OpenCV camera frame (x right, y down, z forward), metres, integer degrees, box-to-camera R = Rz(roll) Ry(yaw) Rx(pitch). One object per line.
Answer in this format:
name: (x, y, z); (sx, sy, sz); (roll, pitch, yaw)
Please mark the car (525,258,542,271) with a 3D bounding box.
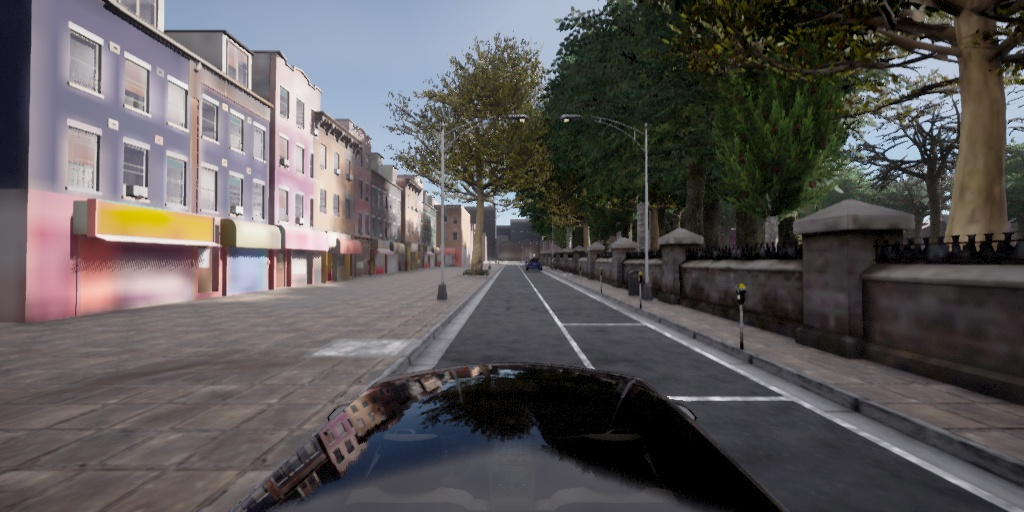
car: (2.988, 1.136, 49.866); (2.097, 1.767, 4.553); (0, 0, 0)
